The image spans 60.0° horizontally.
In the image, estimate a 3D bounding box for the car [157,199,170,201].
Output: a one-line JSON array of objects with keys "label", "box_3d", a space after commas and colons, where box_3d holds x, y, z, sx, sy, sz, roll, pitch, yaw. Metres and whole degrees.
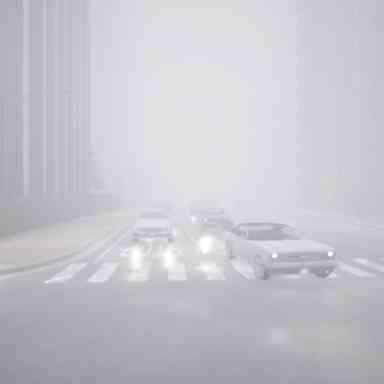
[{"label": "car", "box_3d": [-3.114, 1.558, 36.364, 2.128, 1.511, 4.902, 0, 0, -3]}]

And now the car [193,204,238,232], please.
[{"label": "car", "box_3d": [1.356, 1.652, 20.859, 1.895, 1.301, 4.718, 0, 0, -4]}]

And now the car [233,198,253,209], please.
[{"label": "car", "box_3d": [6.906, 1.528, 45.321, 1.882, 1.535, 5.008, 0, 0, -4]}]

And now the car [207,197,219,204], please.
[{"label": "car", "box_3d": [2.649, 1.538, 49.743, 1.882, 1.535, 5.008, 0, 0, -11]}]

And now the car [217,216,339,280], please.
[{"label": "car", "box_3d": [2.337, 1.627, 10.141, 1.895, 1.301, 4.718, 0, -1, -9]}]

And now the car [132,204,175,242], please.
[{"label": "car", "box_3d": [-1.887, 1.581, 16.830, 1.812, 1.442, 4.674, 0, 0, -4]}]

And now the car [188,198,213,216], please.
[{"label": "car", "box_3d": [0.565, 1.605, 33.460, 2.033, 1.411, 5.357, 0, 0, -3]}]

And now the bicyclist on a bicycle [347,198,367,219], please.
[{"label": "bicyclist on a bicycle", "box_3d": [13.017, 1.331, 26.249, 1.656, 1.620, 0.582, 0, 0, -4]}]

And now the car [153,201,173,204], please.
[{"label": "car", "box_3d": [-2.472, 1.661, 25.917, 1.895, 1.301, 4.718, 0, 0, -4]}]
